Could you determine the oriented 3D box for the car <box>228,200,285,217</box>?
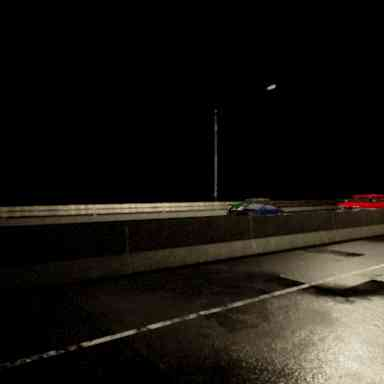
[{"bbox_3d":[5.070,1.567,24.801,4.181,1.385,1.994,0,0,-35],"label":"car"}]

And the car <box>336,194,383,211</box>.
[{"bbox_3d":[13.969,1.224,26.837,5.566,2.045,2.150,0,0,-35],"label":"car"}]

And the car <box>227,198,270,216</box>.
[{"bbox_3d":[5.243,1.355,29.219,4.553,1.767,2.097,0,0,-35],"label":"car"}]
